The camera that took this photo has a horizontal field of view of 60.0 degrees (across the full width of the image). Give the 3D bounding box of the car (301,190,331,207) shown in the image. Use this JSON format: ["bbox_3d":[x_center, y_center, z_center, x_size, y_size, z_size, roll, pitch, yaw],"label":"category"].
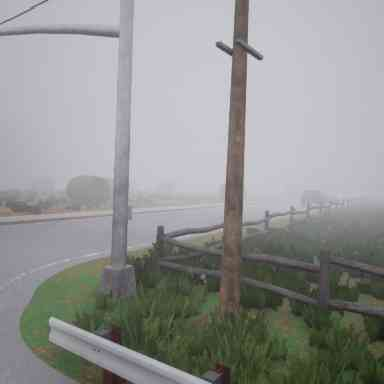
[{"bbox_3d":[15.417,0.811,41.827,2.150,2.045,5.566,3,2,34],"label":"car"}]

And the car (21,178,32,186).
[{"bbox_3d":[-39.167,-2.324,79.239,1.905,1.878,3.866,8,2,-13],"label":"car"}]

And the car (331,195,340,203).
[{"bbox_3d":[21.170,1.133,50.724,1.994,1.385,4.181,3,2,33],"label":"car"}]
